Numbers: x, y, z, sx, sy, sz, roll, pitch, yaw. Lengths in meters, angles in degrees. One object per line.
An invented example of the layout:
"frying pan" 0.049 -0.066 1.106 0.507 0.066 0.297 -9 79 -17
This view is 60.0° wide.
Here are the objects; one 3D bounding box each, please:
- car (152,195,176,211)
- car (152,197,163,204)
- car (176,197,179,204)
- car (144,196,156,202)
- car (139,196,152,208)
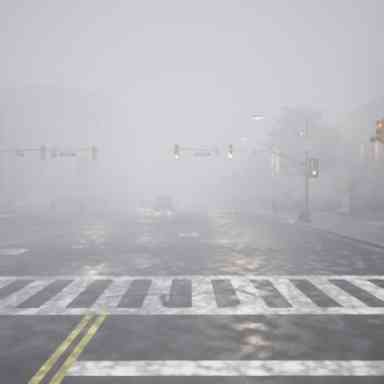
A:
"car" -3.571 1.394 43.454 2.150 2.045 5.566 0 0 0
"car" -7.134 1.811 69.109 1.994 1.385 4.181 0 0 0
"car" -3.562 1.673 68.051 2.033 1.411 5.357 0 0 -2
"car" -10.484 1.820 82.742 1.812 1.442 4.674 0 0 -25
"car" -7.141 1.737 52.513 2.033 1.411 5.357 0 0 0
